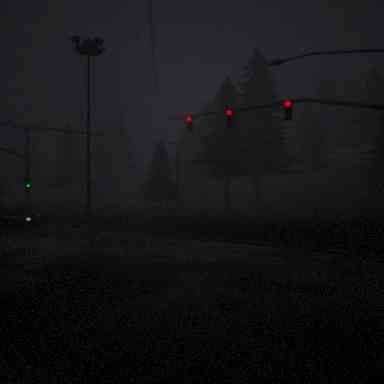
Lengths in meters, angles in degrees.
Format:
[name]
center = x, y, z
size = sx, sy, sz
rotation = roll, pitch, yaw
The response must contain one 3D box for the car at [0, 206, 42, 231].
[car]
center = -11.178, 1.551, 20.567
size = 4.181, 1.385, 1.994
rotation = 0, 0, 36
